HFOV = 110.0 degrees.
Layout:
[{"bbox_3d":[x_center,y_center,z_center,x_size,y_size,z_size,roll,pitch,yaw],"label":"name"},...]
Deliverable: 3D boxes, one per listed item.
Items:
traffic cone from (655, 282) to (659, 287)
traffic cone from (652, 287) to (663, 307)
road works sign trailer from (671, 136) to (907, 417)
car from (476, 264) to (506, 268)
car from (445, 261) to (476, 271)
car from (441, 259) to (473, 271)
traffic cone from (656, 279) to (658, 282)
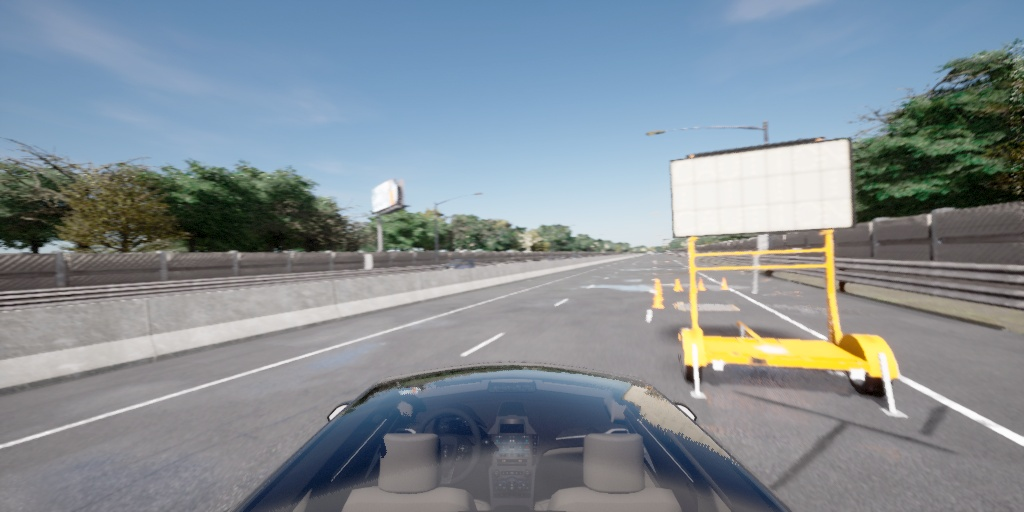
[{"bbox_3d":[5.952,1.489,14.673,0.340,0.580,0.340,0,0,22],"label":"traffic cone"},{"bbox_3d":[5.205,1.516,12.818,0.340,0.580,0.340,0,0,22],"label":"traffic cone"},{"bbox_3d":[3.966,0.055,5.770,2.380,3.560,2.880,0,0,22],"label":"road works sign trailer"},{"bbox_3d":[-1.625,1.558,38.935,1.895,1.301,4.718,-3,0,22],"label":"car"},{"bbox_3d":[-5.089,1.671,39.691,1.994,1.385,4.181,-3,0,22],"label":"car"},{"bbox_3d":[-6.655,1.420,45.175,2.150,2.045,5.566,-3,0,22],"label":"car"},{"bbox_3d":[6.700,1.464,16.527,0.340,0.580,0.340,0,0,22],"label":"traffic cone"}]
